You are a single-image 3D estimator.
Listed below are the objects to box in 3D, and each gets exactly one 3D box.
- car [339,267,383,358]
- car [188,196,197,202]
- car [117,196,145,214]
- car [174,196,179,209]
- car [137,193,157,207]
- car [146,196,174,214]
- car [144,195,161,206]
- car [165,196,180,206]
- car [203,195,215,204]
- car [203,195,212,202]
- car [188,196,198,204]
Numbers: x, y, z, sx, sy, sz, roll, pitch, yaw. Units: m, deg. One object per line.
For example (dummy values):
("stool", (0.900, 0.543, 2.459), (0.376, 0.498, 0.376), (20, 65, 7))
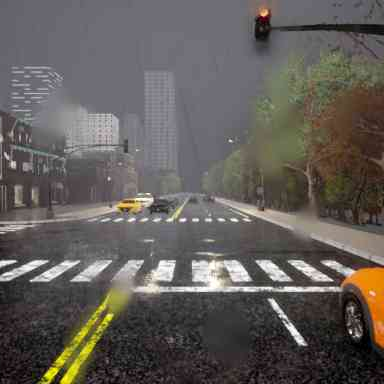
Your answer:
("car", (3.359, 1.351, 3.408), (2.097, 1.767, 4.553), (0, 0, 0))
("car", (0.165, 1.565, 74.941), (1.895, 1.301, 4.718), (0, 0, 0))
("car", (-6.517, 1.467, 34.900), (1.882, 1.535, 5.008), (0, 0, 0))
("car", (-3.243, 1.548, 44.923), (1.994, 1.385, 4.181), (0, 0, 0))
("car", (-6.492, 1.206, 44.838), (2.150, 2.045, 5.566), (0, 0, 0))
("car", (-3.270, 1.467, 34.913), (1.882, 1.535, 5.008), (0, 0, 0))
("car", (-6.465, 1.332, 54.799), (2.097, 1.767, 4.553), (0, 0, 0))
("car", (-3.215, 1.472, 54.951), (2.128, 1.511, 4.902), (0, 0, 0))
("car", (3.488, 1.467, 64.724), (2.128, 1.511, 4.902), (0, 0, 0))
("car", (3.415, 1.447, 74.889), (1.882, 1.535, 5.008), (0, 0, 0))
("car", (0.238, 1.523, 64.448), (2.033, 1.411, 5.357), (0, 0, 1))
